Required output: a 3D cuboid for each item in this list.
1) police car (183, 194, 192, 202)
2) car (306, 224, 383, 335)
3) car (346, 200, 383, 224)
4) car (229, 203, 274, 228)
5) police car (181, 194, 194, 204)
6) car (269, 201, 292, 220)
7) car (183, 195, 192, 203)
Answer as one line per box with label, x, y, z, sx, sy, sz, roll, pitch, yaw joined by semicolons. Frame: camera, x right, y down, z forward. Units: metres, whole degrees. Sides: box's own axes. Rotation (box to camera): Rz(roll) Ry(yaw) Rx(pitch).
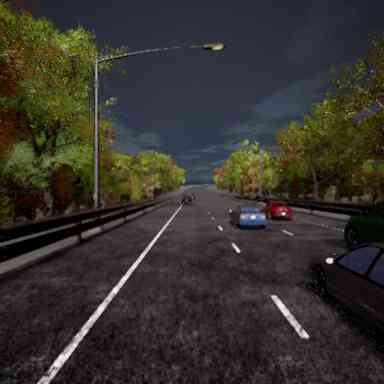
police car;-0.969;1.393;78.253;1.930;1.638;5.238;0;0;0
car;3.603;1.547;5.442;2.033;1.411;5.357;0;0;0
car;7.111;1.220;10.831;2.150;2.045;5.566;0;0;0
car;3.621;1.540;22.152;2.033;1.411;5.357;0;0;0
police car;-0.985;1.400;62.247;1.930;1.638;5.238;0;0;0
car;7.129;1.517;28.194;1.812;1.442;4.674;0;0;0
car;-0.975;1.426;72.330;1.801;1.575;5.366;0;0;0
